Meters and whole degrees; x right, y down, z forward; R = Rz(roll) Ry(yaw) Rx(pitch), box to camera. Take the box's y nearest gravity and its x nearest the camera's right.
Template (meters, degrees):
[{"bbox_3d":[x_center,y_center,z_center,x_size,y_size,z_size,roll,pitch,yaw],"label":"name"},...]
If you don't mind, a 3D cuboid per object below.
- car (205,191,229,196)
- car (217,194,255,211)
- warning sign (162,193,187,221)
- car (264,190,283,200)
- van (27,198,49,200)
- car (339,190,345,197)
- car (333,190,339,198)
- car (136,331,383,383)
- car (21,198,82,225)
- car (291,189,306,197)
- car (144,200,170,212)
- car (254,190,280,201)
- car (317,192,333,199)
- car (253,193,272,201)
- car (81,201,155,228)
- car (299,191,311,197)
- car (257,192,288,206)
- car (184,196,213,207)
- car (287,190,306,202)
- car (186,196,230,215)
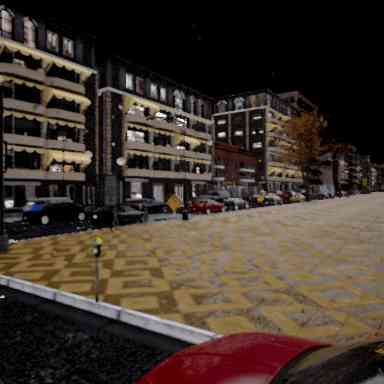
[{"bbox_3d":[3.139,0.881,44.087,2.150,2.045,5.566,0,1,35],"label":"car"},{"bbox_3d":[4.666,1.273,36.130,2.008,1.369,4.403,1,1,35],"label":"car"},{"bbox_3d":[-1.234,1.040,23.485,1.300,1.860,1.060,-1,-1,35],"label":"warning sign"},{"bbox_3d":[16.804,0.564,68.368,2.192,1.841,5.009,1,1,35],"label":"car"},{"bbox_3d":[-11.734,1.364,27.165,1.690,1.788,3.998,1,1,35],"label":"van"},{"bbox_3d":[36.374,0.311,81.909,1.967,1.590,4.097,1,1,35],"label":"car"},{"bbox_3d":[30.033,0.591,72.754,2.008,1.369,4.403,1,1,35],"label":"car"},{"bbox_3d":[1.551,1.540,1.758,4.507,1.381,1.887,-1,0,36],"label":"car"},{"bbox_3d":[-10.095,1.501,25.009,1.882,1.535,5.008,0,1,35],"label":"car"},{"bbox_3d":[26.315,0.311,82.101,2.192,1.841,5.009,1,1,35],"label":"car"},{"bbox_3d":[-4.312,1.466,33.355,1.895,1.301,4.718,0,1,35],"label":"car"},{"bbox_3d":[11.778,0.962,50.980,1.882,1.535,5.008,0,1,35],"label":"car"},{"bbox_3d":[26.863,0.675,68.178,2.008,1.369,4.403,1,1,35],"label":"car"},{"bbox_3d":[13.536,0.862,63.653,1.752,1.417,4.829,1,1,35],"label":"car"},{"bbox_3d":[-4.846,1.548,22.397,1.947,1.339,4.313,1,1,35],"label":"car"},{"bbox_3d":[29.486,0.456,86.684,1.887,1.381,4.507,1,1,35],"label":"car"},{"bbox_3d":[11.008,1.101,45.286,2.008,1.369,4.403,1,1,35],"label":"car"},{"bbox_3d":[0.949,1.242,45.481,1.947,1.339,4.313,1,1,35],"label":"car"},{"bbox_3d":[17.447,0.902,54.582,1.752,1.417,4.829,1,1,35],"label":"car"},{"bbox_3d":[1.495,1.353,31.551,1.887,1.381,4.507,1,1,35],"label":"car"}]
